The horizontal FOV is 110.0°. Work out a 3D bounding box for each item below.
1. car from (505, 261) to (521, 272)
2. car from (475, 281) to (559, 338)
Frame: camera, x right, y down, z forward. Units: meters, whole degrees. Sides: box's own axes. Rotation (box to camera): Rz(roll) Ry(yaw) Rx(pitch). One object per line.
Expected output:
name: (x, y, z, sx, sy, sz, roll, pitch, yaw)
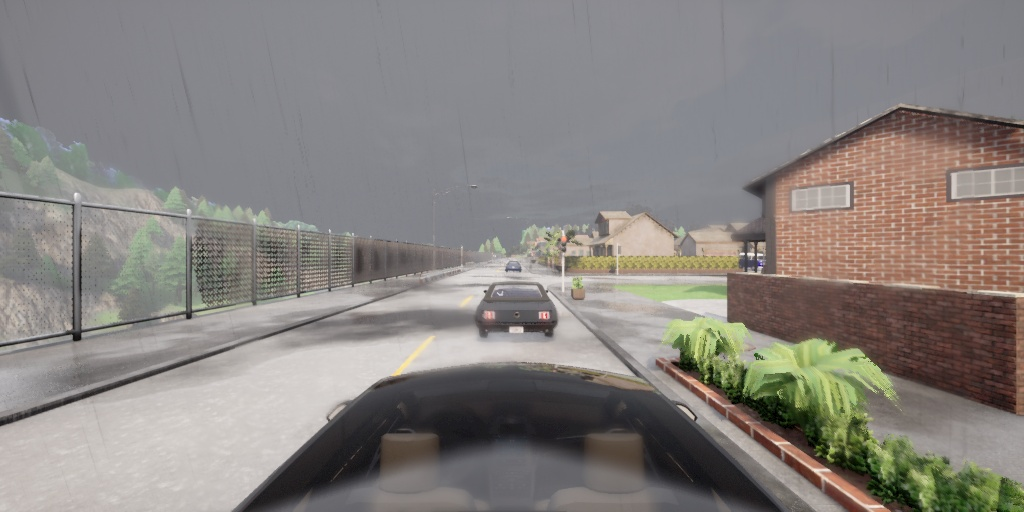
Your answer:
car: (0.184, 1.314, 45.304, 1.994, 1.385, 4.181, 0, 0, 0)
car: (0.115, 1.351, 10.184, 1.895, 1.301, 4.718, 0, 0, 0)
